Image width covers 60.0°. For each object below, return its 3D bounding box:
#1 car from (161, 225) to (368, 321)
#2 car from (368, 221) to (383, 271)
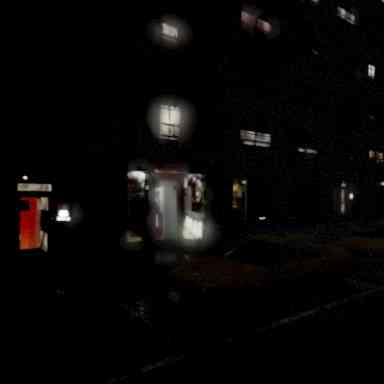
[{"bbox_3d":[1.656,1.526,7.257,4.829,1.417,1.752,0,1,-36],"label":"car"},{"bbox_3d":[6.190,1.528,10.481,4.829,1.417,1.752,0,1,-36],"label":"car"}]
